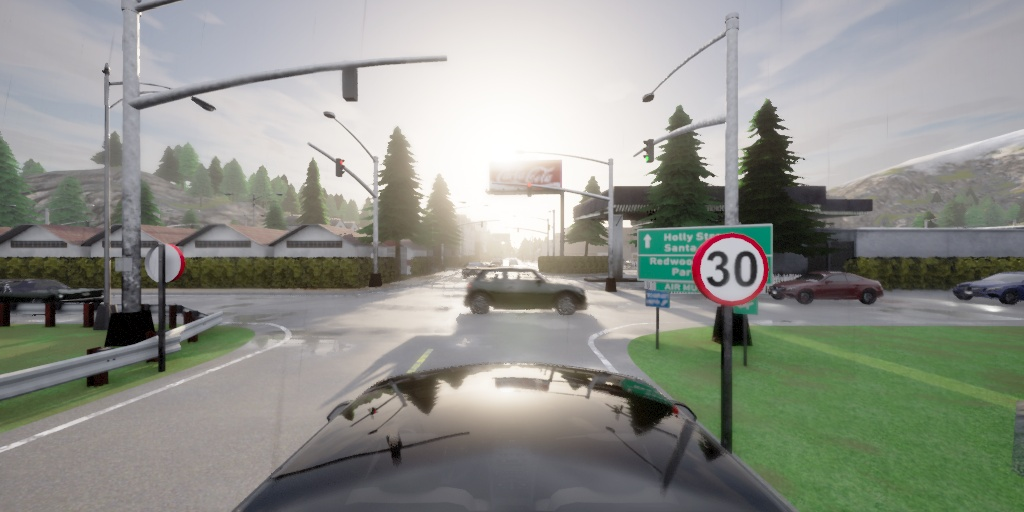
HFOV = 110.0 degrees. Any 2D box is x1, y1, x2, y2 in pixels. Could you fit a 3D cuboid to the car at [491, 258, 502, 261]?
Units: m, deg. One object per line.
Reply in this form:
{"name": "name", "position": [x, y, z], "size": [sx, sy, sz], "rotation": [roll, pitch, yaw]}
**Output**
{"name": "car", "position": [-3.925, 1.393, 48.146], "size": [1.882, 1.535, 5.008], "rotation": [3, -1, -40]}

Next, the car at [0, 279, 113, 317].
{"name": "car", "position": [-18.484, 1.542, 13.733], "size": [4.718, 1.301, 1.895], "rotation": [0, 0, 1]}

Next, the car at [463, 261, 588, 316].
{"name": "car", "position": [0.511, 1.205, 13.509], "size": [4.553, 1.767, 2.097], "rotation": [1, 0, 1]}

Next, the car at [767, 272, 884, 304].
{"name": "car", "position": [14.802, 1.467, 17.022], "size": [4.674, 1.442, 1.812], "rotation": [0, 0, 0]}

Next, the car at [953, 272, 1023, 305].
{"name": "car", "position": [23.935, 1.467, 16.928], "size": [4.674, 1.442, 1.812], "rotation": [0, 0, 1]}

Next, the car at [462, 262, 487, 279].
{"name": "car", "position": [-3.459, 1.290, 33.806], "size": [1.812, 1.442, 4.674], "rotation": [1, -1, 1]}
